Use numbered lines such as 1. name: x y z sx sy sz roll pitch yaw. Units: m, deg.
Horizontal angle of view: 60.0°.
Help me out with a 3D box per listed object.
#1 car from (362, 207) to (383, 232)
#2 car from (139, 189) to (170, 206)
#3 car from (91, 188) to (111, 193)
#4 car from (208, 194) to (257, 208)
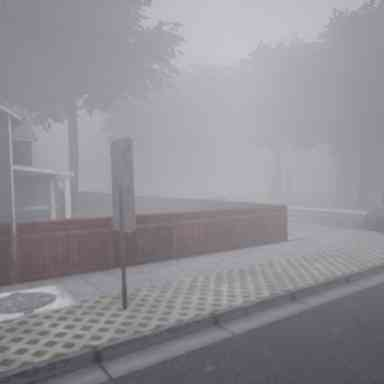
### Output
1. car: 9.971 1.284 15.143 1.994 1.385 4.181 -2 2 -21
2. car: -4.082 0.508 36.426 2.097 1.767 4.553 -3 3 -35
3. car: -13.737 0.160 50.167 2.033 1.411 5.357 -3 4 -35
4. car: 3.164 0.928 26.227 2.128 1.511 4.902 -3 3 -35
